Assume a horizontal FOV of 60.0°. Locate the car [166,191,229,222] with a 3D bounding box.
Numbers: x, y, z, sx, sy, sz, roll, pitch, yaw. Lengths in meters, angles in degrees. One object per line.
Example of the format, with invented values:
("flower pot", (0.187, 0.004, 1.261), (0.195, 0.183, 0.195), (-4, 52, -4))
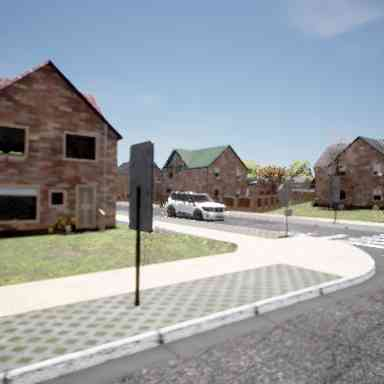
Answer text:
("car", (0.239, 1.035, 23.998), (2.150, 2.045, 5.566), (1, 2, -36))
